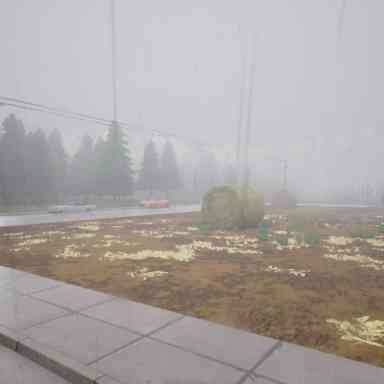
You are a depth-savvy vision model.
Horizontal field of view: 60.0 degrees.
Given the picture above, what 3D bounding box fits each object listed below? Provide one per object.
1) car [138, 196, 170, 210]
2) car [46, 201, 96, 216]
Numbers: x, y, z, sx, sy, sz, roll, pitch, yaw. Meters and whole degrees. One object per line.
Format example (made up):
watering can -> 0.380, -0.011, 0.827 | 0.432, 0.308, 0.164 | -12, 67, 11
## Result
car -> -4.975, 1.376, 43.637 | 2.097, 1.767, 4.553 | 0, 0, 37
car -> -12.230, 1.624, 33.875 | 1.895, 1.301, 4.718 | 0, 0, 37
